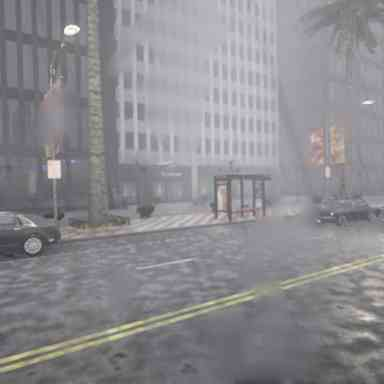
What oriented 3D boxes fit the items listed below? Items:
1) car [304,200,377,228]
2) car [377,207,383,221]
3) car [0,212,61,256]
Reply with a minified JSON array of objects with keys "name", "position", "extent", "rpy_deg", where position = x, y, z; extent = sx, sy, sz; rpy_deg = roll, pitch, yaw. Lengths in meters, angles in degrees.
[{"name":"car","position":[8.283,1.108,18.248],"extent":[4.718,1.301,1.895],"rpy_deg":[-2,1,-34]},{"name":"car","position":[11.202,1.079,16.014],"extent":[4.718,1.301,1.895],"rpy_deg":[-2,1,-34]},{"name":"car","position":[-7.044,1.453,11.228],"extent":[4.892,1.521,2.231],"rpy_deg":[-2,1,-35]}]
